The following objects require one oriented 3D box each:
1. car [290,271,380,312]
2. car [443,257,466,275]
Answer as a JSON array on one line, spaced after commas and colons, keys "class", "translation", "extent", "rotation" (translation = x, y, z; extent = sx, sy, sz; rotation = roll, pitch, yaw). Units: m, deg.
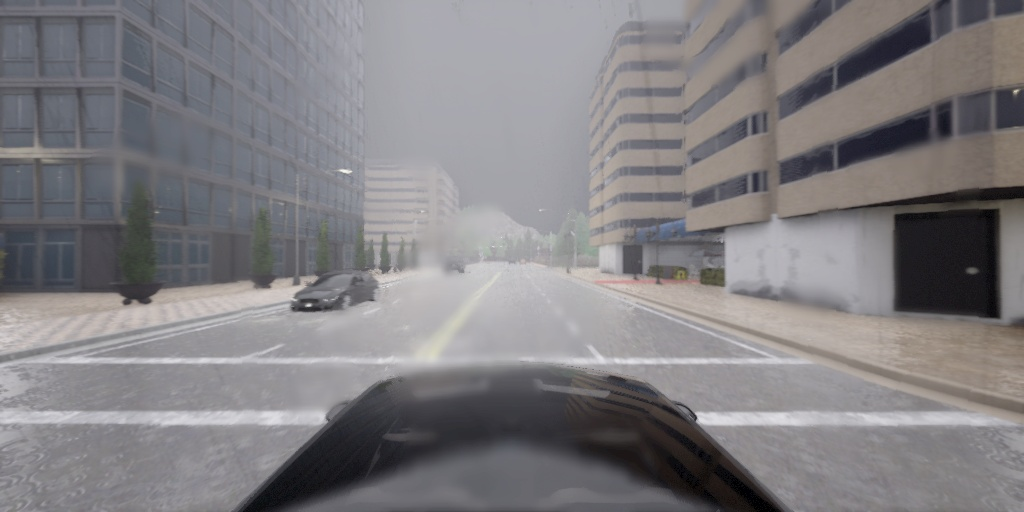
[{"class": "car", "translation": [-6.998, 1.404, 14.756], "extent": [1.837, 1.490, 4.892], "rotation": [0, 1, 0]}, {"class": "car", "translation": [-6.995, 1.133, 44.287], "extent": [2.150, 2.045, 5.566], "rotation": [0, 0, 0]}]
